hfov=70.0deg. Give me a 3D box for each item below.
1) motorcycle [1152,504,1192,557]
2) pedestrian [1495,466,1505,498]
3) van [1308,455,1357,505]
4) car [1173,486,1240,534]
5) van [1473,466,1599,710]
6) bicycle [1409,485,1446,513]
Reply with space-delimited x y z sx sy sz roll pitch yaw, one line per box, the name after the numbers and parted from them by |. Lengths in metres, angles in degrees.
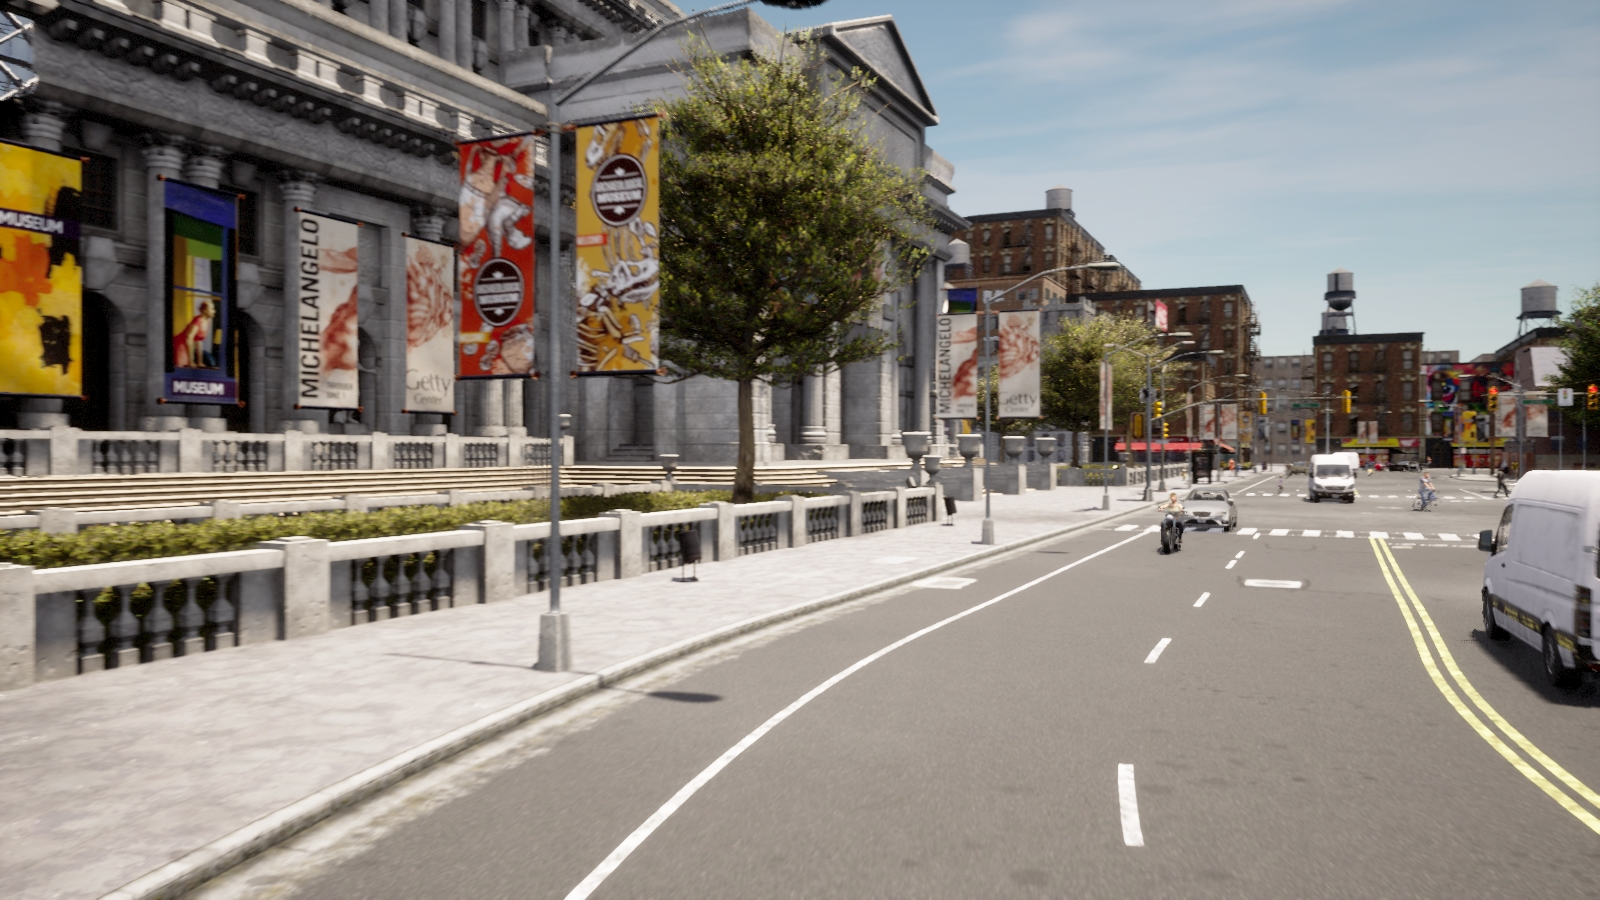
10.228 2.175 31.369 0.764 1.277 2.356 0 0 25 | motorcycle
40.897 1.871 66.710 0.375 1.860 0.375 0 0 7 | pedestrian
28.910 1.550 62.189 1.988 2.561 5.915 0 0 21 | van
14.381 2.073 40.290 1.816 1.474 4.193 0 0 25 | car
10.482 1.540 14.896 1.988 2.561 5.915 0 0 21 | van
28.666 2.222 52.197 0.373 1.196 1.643 2 0 -17 | bicycle
